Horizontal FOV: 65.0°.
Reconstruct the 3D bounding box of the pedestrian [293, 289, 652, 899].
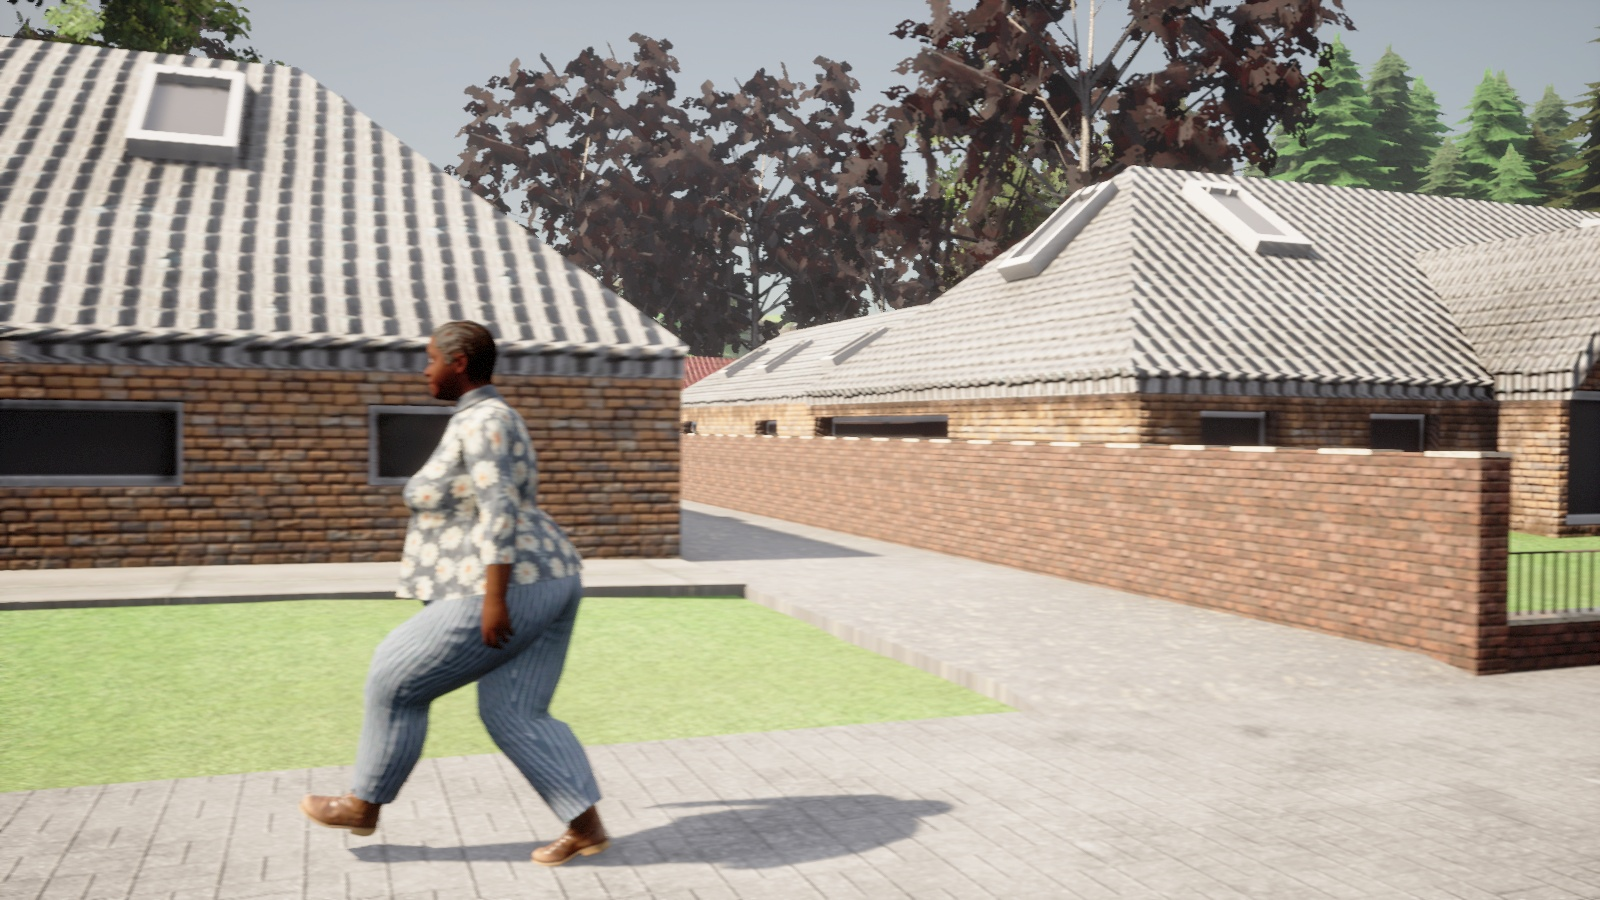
[{"bbox_3d":[-1.025,0.451,4.162,0.900,1.855,0.874,-1,1,3],"label":"pedestrian"}]
